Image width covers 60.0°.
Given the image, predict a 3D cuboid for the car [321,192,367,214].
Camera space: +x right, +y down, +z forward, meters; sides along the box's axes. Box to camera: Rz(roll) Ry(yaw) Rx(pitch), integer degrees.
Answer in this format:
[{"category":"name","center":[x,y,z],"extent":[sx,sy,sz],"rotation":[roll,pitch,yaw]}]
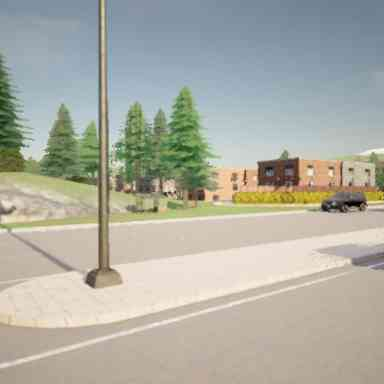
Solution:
[{"category":"car","center":[15.192,0.992,33.058],"extent":[5.566,2.045,2.150],"rotation":[0,0,-35]}]
